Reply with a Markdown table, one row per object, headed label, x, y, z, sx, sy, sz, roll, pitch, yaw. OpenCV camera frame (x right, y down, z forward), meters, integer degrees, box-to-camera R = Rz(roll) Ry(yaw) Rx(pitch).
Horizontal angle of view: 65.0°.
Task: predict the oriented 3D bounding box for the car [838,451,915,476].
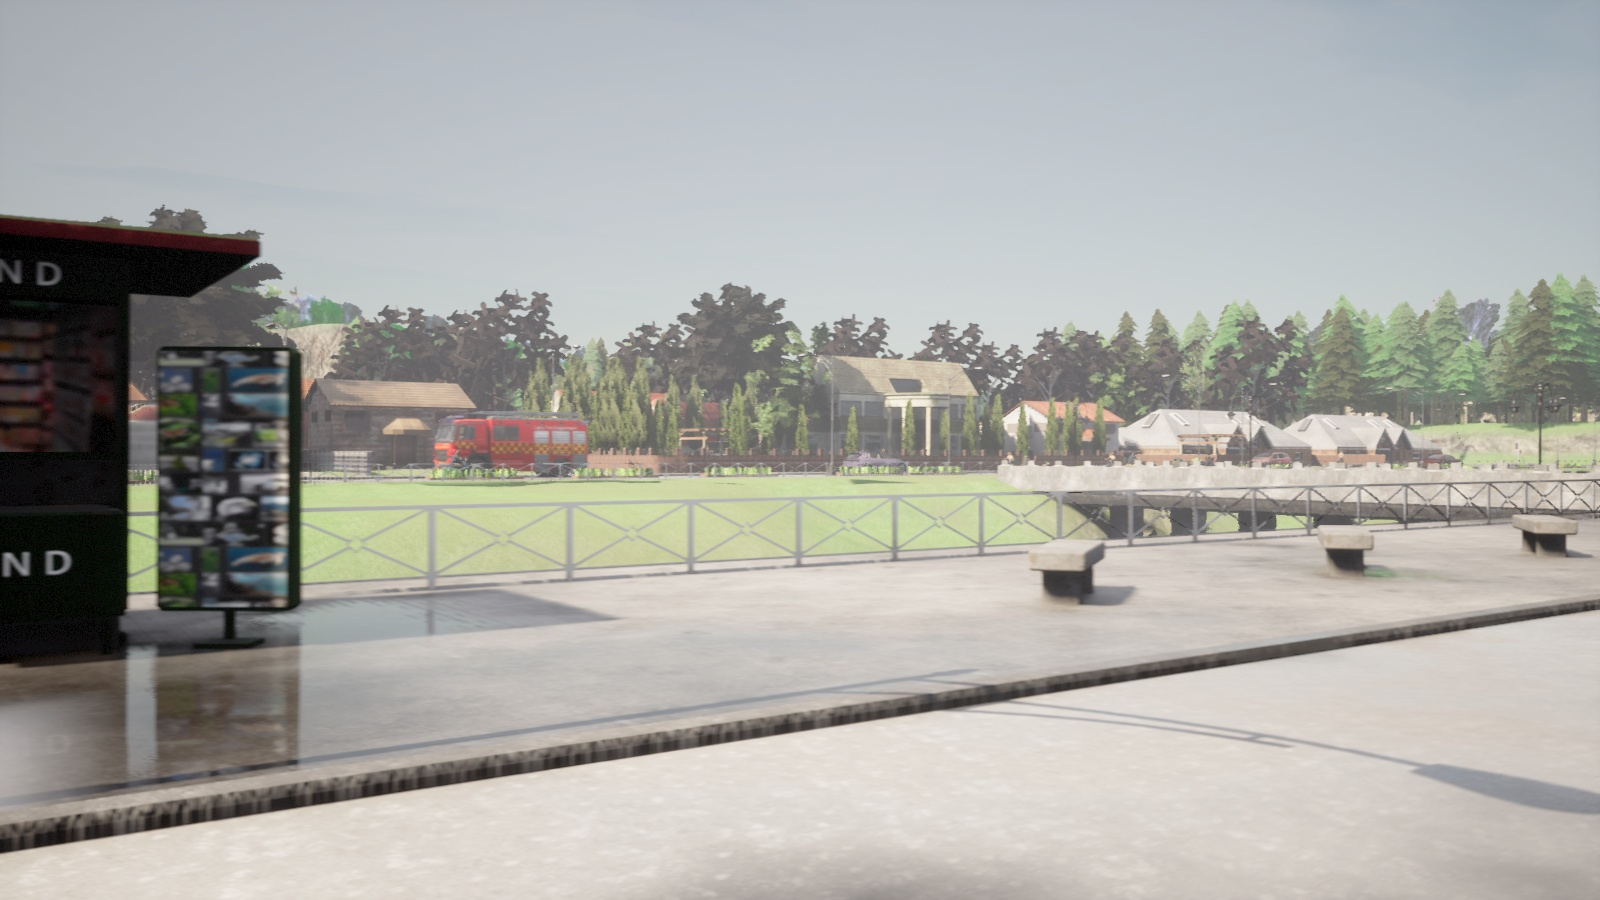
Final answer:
| label | x | y | z | sx | sy | sz | roll | pitch | yaw |
| --- | --- | --- | --- | --- | --- | --- | --- | --- | --- |
| car | 5.060 | 0.867 | 82.954 | 4.856 | 1.649 | 2.033 | 0 | 0 | -35 |

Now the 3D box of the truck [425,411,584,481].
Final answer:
| label | x | y | z | sx | sy | sz | roll | pitch | yaw |
| --- | --- | --- | --- | --- | --- | --- | --- | --- | --- |
| truck | -16.998 | -0.206 | 72.486 | 8.468 | 3.827 | 2.891 | 0 | 0 | -35 |
